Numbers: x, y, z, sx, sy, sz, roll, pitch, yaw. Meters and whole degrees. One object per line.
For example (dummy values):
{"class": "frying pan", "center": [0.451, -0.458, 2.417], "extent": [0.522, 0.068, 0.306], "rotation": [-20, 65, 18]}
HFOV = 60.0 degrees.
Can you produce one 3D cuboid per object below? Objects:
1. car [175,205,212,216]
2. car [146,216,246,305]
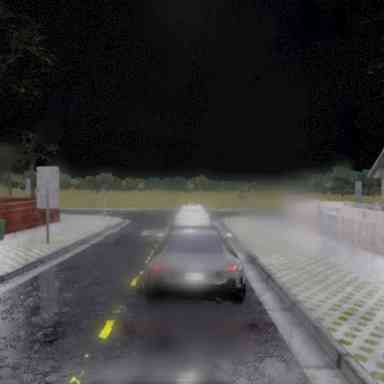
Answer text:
{"class": "car", "center": [0.079, 1.409, 17.969], "extent": [1.812, 1.442, 4.674], "rotation": [0, 0, 1]}
{"class": "car", "center": [0.089, 1.510, 8.039], "extent": [1.994, 1.385, 4.181], "rotation": [0, 0, 1]}
